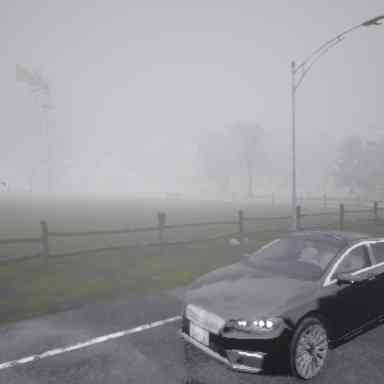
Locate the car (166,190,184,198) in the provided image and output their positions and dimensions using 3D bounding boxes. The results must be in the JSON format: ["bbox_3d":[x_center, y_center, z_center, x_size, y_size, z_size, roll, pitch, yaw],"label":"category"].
[{"bbox_3d":[-3.468,0.378,67.087,1.812,1.442,4.674,-2,2,-36],"label":"car"}]

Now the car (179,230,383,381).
[{"bbox_3d":[2.080,1.448,5.471,4.902,1.511,2.128,-1,0,-35],"label":"car"}]
